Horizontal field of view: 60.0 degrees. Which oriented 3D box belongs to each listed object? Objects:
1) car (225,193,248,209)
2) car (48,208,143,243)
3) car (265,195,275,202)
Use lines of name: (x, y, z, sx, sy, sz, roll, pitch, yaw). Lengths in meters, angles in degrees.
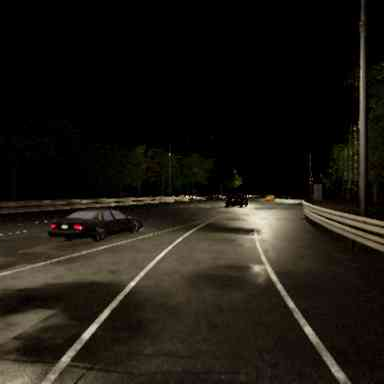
car: (6.053, 1.129, 44.756, 2.150, 2.045, 5.566, 0, 0, 20)
car: (-4.350, 1.476, 15.941, 2.033, 1.411, 5.357, 0, 0, 20)
car: (18.755, 1.491, 79.638, 1.882, 1.535, 5.008, 0, 0, 20)
